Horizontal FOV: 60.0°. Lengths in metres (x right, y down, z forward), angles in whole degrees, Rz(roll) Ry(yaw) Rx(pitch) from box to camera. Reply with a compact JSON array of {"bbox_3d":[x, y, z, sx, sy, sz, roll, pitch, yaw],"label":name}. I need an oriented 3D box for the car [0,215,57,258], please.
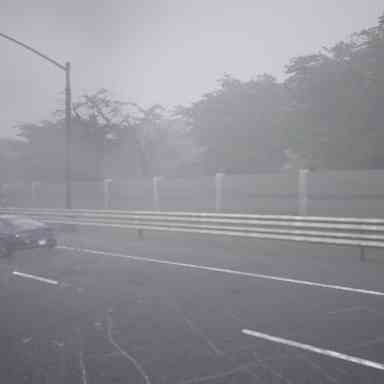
[{"bbox_3d":[-7.270,1.646,13.291,4.674,1.442,1.812,-1,0,35],"label":"car"}]
